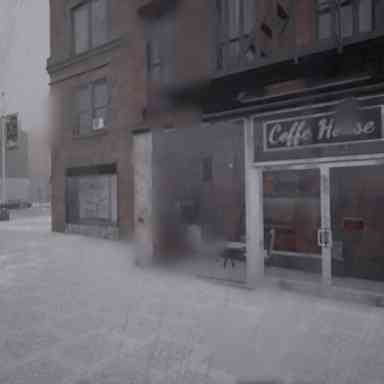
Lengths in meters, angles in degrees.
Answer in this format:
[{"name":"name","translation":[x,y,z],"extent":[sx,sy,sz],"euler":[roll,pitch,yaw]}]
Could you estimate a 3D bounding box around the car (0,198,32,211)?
[{"name":"car","translation":[-18.895,1.314,33.601],"extent":[1.895,1.301,4.718],"euler":[-1,0,35]}]
